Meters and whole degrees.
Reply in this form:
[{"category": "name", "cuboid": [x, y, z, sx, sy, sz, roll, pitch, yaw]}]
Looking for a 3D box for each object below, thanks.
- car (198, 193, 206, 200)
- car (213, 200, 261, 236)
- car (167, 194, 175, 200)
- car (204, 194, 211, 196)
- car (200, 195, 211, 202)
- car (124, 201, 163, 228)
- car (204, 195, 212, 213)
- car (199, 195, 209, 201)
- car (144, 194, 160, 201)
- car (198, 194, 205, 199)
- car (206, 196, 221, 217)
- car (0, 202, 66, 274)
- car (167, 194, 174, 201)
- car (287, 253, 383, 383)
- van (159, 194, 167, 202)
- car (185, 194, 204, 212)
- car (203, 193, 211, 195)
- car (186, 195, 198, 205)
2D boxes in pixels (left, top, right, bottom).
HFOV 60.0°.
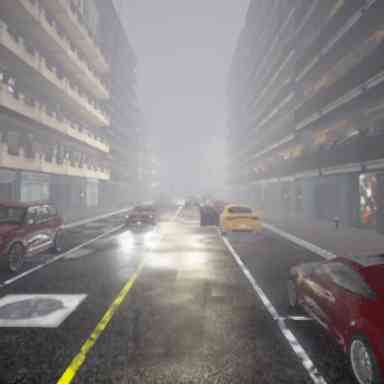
[{"category": "car", "cuboid": [2.696, 1.189, 89.797, 1.967, 1.590, 4.097, 0, 0, 0]}, {"category": "car", "cuboid": [2.362, 1.398, 17.820, 1.882, 1.535, 5.008, 0, 0, 0]}, {"category": "car", "cuboid": [-5.684, 1.274, 89.653, 1.752, 1.417, 4.829, 0, 0, 0]}, {"category": "car", "cuboid": [2.692, 1.352, 44.674, 1.752, 1.417, 4.829, 0, 0, 0]}, {"category": "car", "cuboid": [2.694, 1.329, 67.150, 2.008, 1.369, 4.403, 0, 0, 0]}, {"category": "car", "cuboid": [-3.098, 1.507, 21.715, 1.895, 1.301, 4.718, 0, 0, 0]}, {"category": "car", "cuboid": [2.692, 1.389, 38.846, 1.887, 1.381, 4.507, 0, 0, 0]}, {"category": "car", "cuboid": [2.695, 1.319, 72.812, 2.008, 1.369, 4.403, 0, 0, 0]}, {"category": "car", "cuboid": [-5.688, 1.352, 44.357, 1.752, 1.417, 4.829, 0, 0, 0]}, {"category": "car", "cuboid": [2.696, 1.312, 95.456, 1.947, 1.339, 4.313, 0, 0, 0]}, {"category": "car", "cuboid": [2.692, 1.410, 33.180, 1.887, 1.381, 4.507, 0, 0, 0]}, {"category": "car", "cuboid": [-5.691, 1.264, 10.555, 2.192, 1.841, 5.009, 0, 0, 0]}, {"category": "car", "cuboid": [-5.686, 1.209, 72.836, 1.967, 1.590, 4.097, 0, 0, 0]}, {"category": "car", "cuboid": [2.690, 1.556, 4.874, 1.802, 1.307, 4.206, 0, 0, 0]}, {"category": "van", "cuboid": [-5.688, 1.139, 55.851, 1.690, 1.788, 3.998, 0, 0, 0]}, {"category": "car", "cuboid": [0.057, 1.325, 42.024, 2.128, 1.511, 4.902, 0, 0, 0]}, {"category": "car", "cuboid": [2.693, 1.103, 61.487, 2.192, 1.841, 5.009, 0, 0, 0]}, {"category": "car", "cuboid": [0.007, 1.323, 56.202, 1.812, 1.442, 4.674, 0, 0, 0]}]
